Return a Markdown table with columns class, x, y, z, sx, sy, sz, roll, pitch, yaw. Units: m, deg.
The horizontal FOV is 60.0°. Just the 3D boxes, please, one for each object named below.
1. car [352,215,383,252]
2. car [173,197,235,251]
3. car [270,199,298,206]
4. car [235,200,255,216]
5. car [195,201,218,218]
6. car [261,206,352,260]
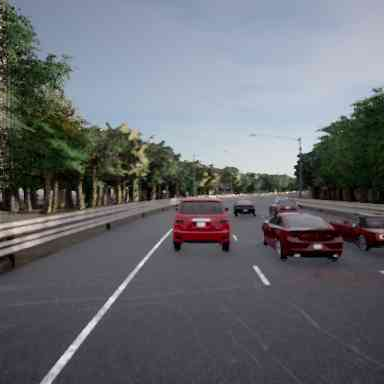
| class | x | y | z | sx | sy | sz | roll | pitch | yaw |
| --- | --- | --- | --- | --- | --- | --- | --- | --- | --- |
| car | 7.413 | 1.617 | 13.990 | 1.895 | 1.301 | 4.718 | 0 | 0 | 2 |
| car | 0.422 | 1.233 | 14.383 | 2.150 | 2.045 | 5.566 | 0 | 0 | 2 |
| car | 8.415 | 1.385 | 30.756 | 2.097 | 1.767 | 4.553 | 0 | 0 | 4 |
| car | 5.048 | 1.510 | 32.590 | 1.882 | 1.535 | 5.008 | 0 | 0 | 5 |
| car | 1.454 | 1.593 | 31.532 | 1.994 | 1.385 | 4.181 | 0 | 0 | 5 |
| car | 3.865 | 1.490 | 12.483 | 1.882 | 1.535 | 5.008 | 0 | 0 | 2 |
